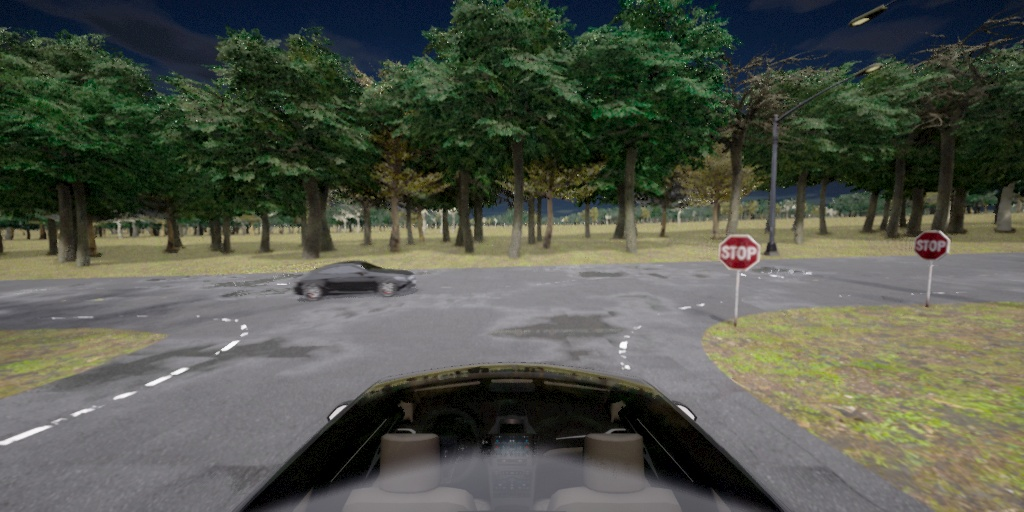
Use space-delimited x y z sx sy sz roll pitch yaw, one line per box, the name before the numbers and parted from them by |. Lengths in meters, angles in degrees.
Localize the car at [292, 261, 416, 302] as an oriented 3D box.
car | -6.312 0.923 14.493 4.674 1.442 1.812 -3 4 0
